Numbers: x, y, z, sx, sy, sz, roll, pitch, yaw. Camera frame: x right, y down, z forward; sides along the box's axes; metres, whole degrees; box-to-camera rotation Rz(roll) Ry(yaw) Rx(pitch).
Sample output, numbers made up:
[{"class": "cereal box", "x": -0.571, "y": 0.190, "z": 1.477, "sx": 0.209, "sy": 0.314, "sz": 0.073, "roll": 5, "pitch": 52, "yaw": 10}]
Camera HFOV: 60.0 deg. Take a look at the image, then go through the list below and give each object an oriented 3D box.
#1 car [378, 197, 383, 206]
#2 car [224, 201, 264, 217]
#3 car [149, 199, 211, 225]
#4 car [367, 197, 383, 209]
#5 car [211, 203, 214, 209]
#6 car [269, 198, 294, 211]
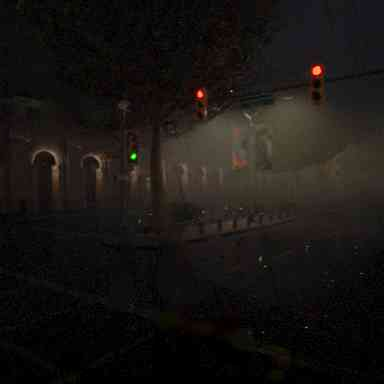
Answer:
[{"class": "car", "x": 31.363, "y": 1.492, "z": 53.586, "sx": 1.812, "sy": 1.442, "sz": 4.674, "roll": 0, "pitch": 0, "yaw": 36}, {"class": "car", "x": 4.903, "y": 1.514, "z": 30.963, "sx": 1.895, "sy": 1.301, "sz": 4.718, "roll": 0, "pitch": 0, "yaw": 36}, {"class": "car", "x": -0.937, "y": 1.439, "z": 22.846, "sx": 1.812, "sy": 1.442, "sz": 4.674, "roll": 0, "pitch": 0, "yaw": 36}, {"class": "car", "x": 24.759, "y": 1.443, "z": 44.442, "sx": 1.882, "sy": 1.535, "sz": 5.008, "roll": 0, "pitch": 0, "yaw": 36}, {"class": "car", "x": 0.392, "y": 1.467, "z": 36.073, "sx": 1.895, "sy": 1.301, "sz": 4.718, "roll": 0, "pitch": 0, "yaw": 36}, {"class": "car", "x": 10.921, "y": 1.461, "z": 39.280, "sx": 2.033, "sy": 1.411, "sz": 5.357, "roll": 0, "pitch": 0, "yaw": 36}]
